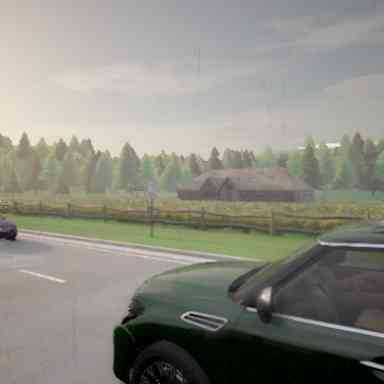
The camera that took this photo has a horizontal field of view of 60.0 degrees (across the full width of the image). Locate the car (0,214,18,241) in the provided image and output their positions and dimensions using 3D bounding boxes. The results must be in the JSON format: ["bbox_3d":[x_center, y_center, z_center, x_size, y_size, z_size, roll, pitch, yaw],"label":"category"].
[{"bbox_3d":[-9.908,1.542,15.359,4.181,1.385,1.994,0,0,36],"label":"car"}]

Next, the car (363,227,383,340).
[{"bbox_3d":[5.267,1.480,4.535,5.008,1.535,1.882,0,0,35],"label":"car"}]

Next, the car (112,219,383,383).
[{"bbox_3d":[1.815,1.222,2.697,5.566,2.045,2.150,0,0,35],"label":"car"}]
